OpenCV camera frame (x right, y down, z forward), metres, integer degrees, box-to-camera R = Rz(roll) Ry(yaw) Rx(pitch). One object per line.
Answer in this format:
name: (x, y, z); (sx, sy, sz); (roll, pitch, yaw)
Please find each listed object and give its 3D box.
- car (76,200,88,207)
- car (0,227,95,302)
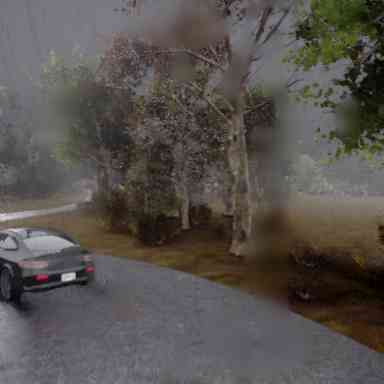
car: (-20.781, 2.111, 63.948); (1.895, 1.301, 4.718); (-2, 1, -6)
car: (-4.226, 1.623, 8.573); (4.674, 1.442, 1.812); (0, -1, 44)
